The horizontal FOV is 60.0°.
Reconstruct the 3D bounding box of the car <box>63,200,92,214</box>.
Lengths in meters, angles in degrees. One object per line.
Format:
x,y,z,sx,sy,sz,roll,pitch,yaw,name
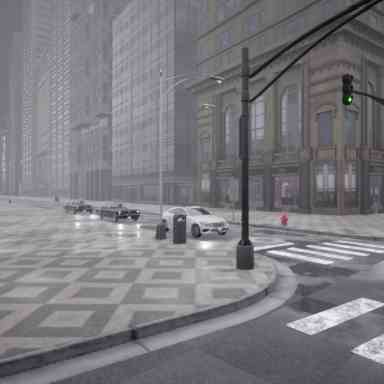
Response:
-11.691,1.498,34.156,1.895,1.301,4.718,0,0,-35,car

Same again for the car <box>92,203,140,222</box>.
-5.807,1.523,25.867,1.895,1.301,4.718,0,0,-35,car

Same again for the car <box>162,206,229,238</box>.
-0.052,1.475,17.749,1.812,1.442,4.674,0,0,-37,car
